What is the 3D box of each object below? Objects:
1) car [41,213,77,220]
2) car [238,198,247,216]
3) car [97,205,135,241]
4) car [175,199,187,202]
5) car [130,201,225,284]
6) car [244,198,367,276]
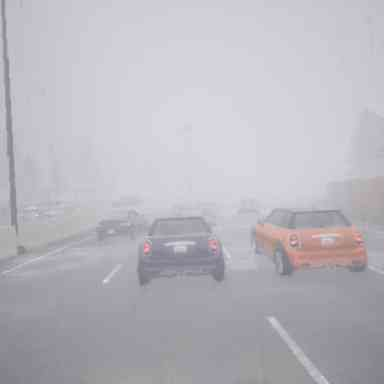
[{"bbox_3d":[-12.399,2.032,31.754,1.812,1.442,4.674,-3,0,11],"label":"car"},{"bbox_3d":[5.011,1.250,29.153,2.033,1.411,5.357,-3,0,12],"label":"car"},{"bbox_3d":[-3.588,1.653,17.607,1.812,1.442,4.674,-3,0,4],"label":"car"},{"bbox_3d":[-0.877,1.491,34.432,1.812,1.442,4.674,-3,0,14],"label":"car"},{"bbox_3d":[-0.326,1.344,9.859,2.097,1.767,4.553,-3,0,-2],"label":"car"},{"bbox_3d":[3.164,1.182,10.003,2.097,1.767,4.553,-3,0,-1],"label":"car"}]
